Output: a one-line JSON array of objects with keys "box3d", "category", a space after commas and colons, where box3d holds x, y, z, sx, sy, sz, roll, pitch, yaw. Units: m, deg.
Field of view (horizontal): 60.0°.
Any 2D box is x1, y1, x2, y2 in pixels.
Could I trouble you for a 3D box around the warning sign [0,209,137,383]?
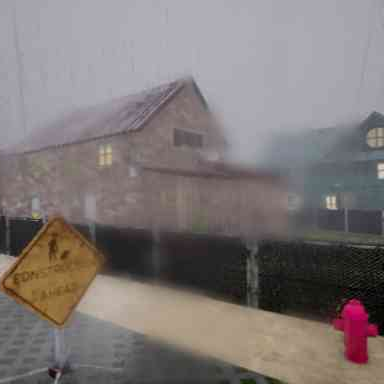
[{"box3d": [-1.505, 1.161, 3.740, 1.060, 1.860, 1.300, -2, 0, 36], "category": "warning sign"}]
